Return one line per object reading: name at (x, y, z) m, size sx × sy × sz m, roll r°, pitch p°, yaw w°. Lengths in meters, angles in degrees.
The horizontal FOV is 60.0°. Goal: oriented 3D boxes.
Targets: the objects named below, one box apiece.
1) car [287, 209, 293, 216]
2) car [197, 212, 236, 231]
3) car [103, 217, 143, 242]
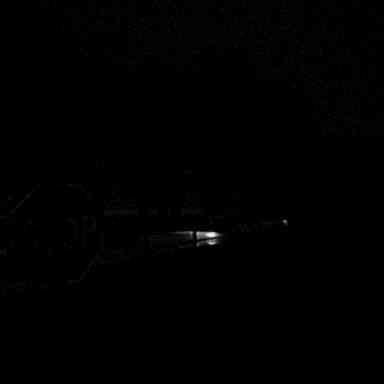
car at (14.247, 2.949, 45.284) m, size 1.895 × 1.301 × 4.718 m, roll 0°, pitch -1°, yaw 36°
car at (2.137, 2.454, 28.238) m, size 1.812 × 1.442 × 4.674 m, roll 0°, pitch -2°, yaw 35°
car at (-4.771, 2.126, 18.491) m, size 1.812 × 1.442 × 4.674 m, roll 0°, pitch -2°, yaw 36°
